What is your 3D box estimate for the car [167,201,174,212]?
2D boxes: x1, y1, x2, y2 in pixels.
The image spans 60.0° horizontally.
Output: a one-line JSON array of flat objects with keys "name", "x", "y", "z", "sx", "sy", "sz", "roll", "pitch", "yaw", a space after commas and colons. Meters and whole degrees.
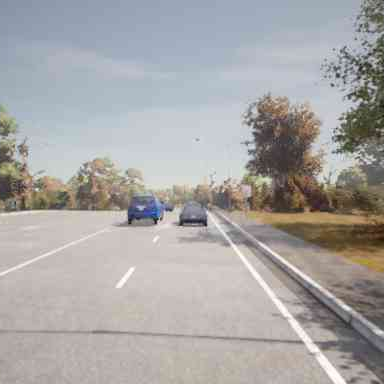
[{"name": "car", "x": -3.388, "y": 1.877, "z": 42.732, "sx": 1.994, "sy": 1.385, "sz": 4.181, "roll": 0, "pitch": -3, "yaw": 0}]

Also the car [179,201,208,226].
[{"name": "car", "x": 0.093, "y": 1.600, "z": 24.093, "sx": 1.994, "sy": 1.385, "sz": 4.181, "roll": 0, "pitch": 0, "yaw": 0}]

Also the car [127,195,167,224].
[{"name": "car", "x": -3.406, "y": 1.258, "z": 25.005, "sx": 2.150, "sy": 2.045, "sz": 5.566, "roll": 0, "pitch": 0, "yaw": 0}]

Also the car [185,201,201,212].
[{"name": "car", "x": 0.111, "y": 1.861, "z": 42.460, "sx": 1.994, "sy": 1.385, "sz": 4.181, "roll": 0, "pitch": -3, "yaw": 0}]
